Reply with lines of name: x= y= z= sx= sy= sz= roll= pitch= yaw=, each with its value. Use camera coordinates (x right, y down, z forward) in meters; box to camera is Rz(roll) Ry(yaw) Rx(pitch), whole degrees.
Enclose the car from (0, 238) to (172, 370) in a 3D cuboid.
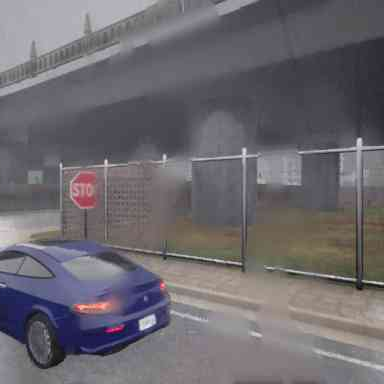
car: x=-2.453 y=1.526 z=5.673 sx=4.674 sy=1.442 sz=1.812 roll=0 pitch=0 yaw=35
